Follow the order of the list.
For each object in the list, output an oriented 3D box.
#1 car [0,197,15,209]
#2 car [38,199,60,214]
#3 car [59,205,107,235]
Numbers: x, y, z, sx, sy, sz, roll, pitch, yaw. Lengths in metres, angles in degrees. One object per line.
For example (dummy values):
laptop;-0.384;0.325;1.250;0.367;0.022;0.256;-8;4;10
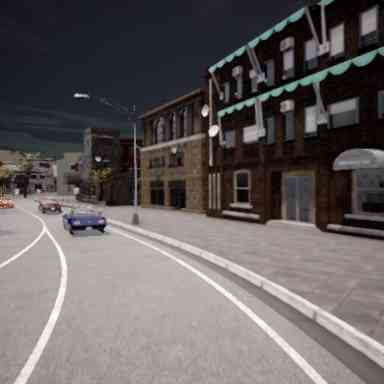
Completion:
car;-26.118;1.426;46.573;2.097;1.767;4.553;-1;1;-31
car;-15.354;1.520;35.909;1.812;1.442;4.674;-1;1;-31
car;-6.329;1.605;19.274;1.895;1.301;4.718;-1;1;-26
